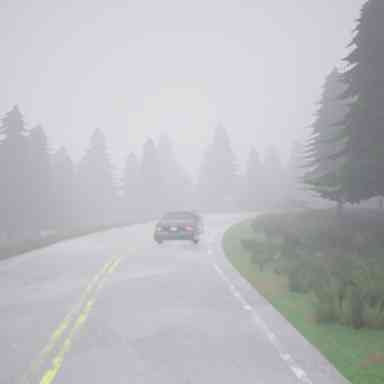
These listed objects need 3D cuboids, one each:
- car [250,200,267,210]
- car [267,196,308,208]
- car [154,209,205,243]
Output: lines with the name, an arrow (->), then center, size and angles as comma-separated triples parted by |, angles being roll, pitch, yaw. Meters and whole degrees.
car -> 8.863, 1.573, 38.261 | 4.718, 1.301, 1.895 | 2, -5, -37
car -> 10.597, 1.218, 35.270 | 4.902, 1.511, 2.128 | 2, -5, -40
car -> -0.451, 1.493, 15.670 | 2.033, 1.411, 5.357 | -1, 0, 6
